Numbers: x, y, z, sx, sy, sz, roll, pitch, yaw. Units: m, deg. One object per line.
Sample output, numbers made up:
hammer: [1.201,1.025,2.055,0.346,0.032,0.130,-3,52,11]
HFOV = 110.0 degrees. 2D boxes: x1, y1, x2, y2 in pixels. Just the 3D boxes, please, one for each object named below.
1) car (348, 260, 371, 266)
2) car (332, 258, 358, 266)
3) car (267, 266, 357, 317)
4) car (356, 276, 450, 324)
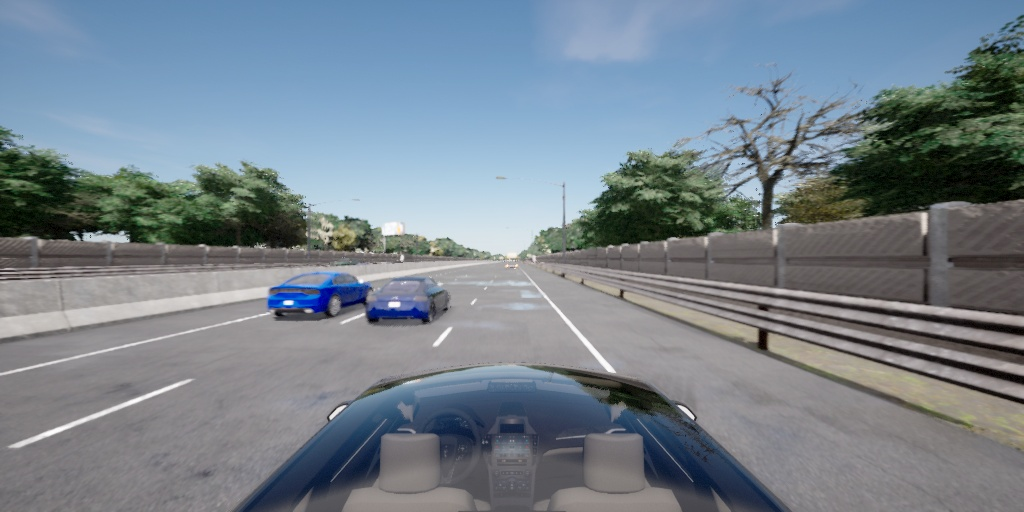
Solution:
car: [-21.038,1.650,51.016,1.994,1.385,4.181,0,0,1]
car: [-24.514,1.327,53.049,2.150,2.045,5.566,0,0,1]
car: [-6.898,1.306,13.548,1.882,1.535,5.008,0,0,0]
car: [-3.398,1.385,12.377,1.994,1.385,4.181,0,0,0]
